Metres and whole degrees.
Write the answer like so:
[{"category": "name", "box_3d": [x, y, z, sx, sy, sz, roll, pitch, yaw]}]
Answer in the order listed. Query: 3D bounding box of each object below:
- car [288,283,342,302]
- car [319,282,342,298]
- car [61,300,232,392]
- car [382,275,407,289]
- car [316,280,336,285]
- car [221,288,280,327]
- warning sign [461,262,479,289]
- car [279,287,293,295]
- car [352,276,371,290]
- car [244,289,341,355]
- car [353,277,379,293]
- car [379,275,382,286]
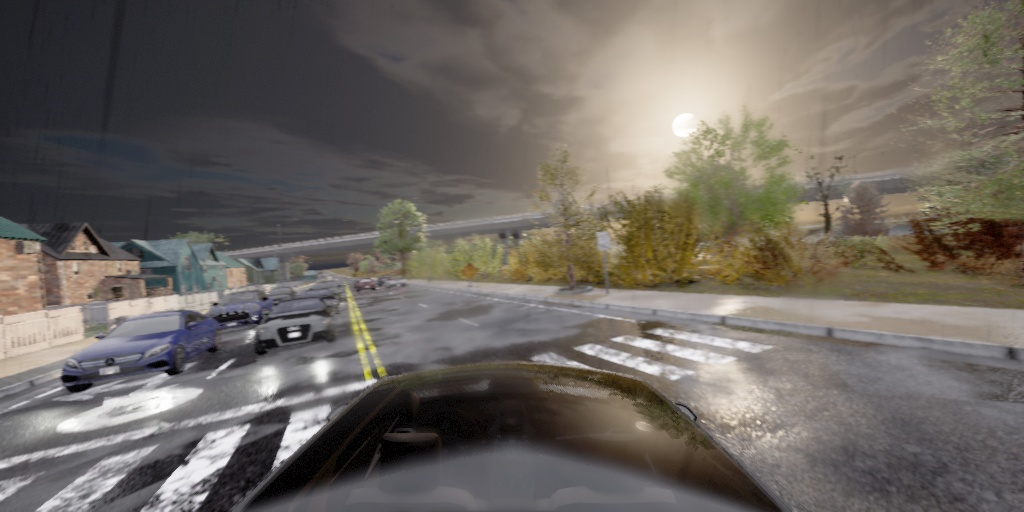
[{"category": "car", "box_3d": [-10.307, 2.458, 19.108, 1.994, 1.385, 4.181, -5, -1, -26]}, {"category": "car", "box_3d": [-18.648, 3.470, 36.987, 1.895, 1.301, 4.718, -5, -1, -25]}, {"category": "car", "box_3d": [-9.426, 2.251, 9.602, 1.812, 1.442, 4.674, -5, -1, -25]}, {"category": "car", "box_3d": [-13.248, 2.978, 40.851, 1.895, 1.301, 4.718, -5, -1, -25]}, {"category": "car", "box_3d": [-14.496, 2.731, 27.992, 2.097, 1.767, 4.553, -5, 0, -26]}, {"category": "car", "box_3d": [-13.244, 2.519, 17.704, 2.097, 1.767, 4.553, -5, -1, -25]}, {"category": "warning sign", "box_3d": [-2.979, 1.355, 25.749, 1.300, 1.860, 1.060, 0, 0, -25]}, {"category": "car", "box_3d": [-18.262, 3.257, 28.444, 1.837, 1.490, 4.892, -5, -1, -25]}, {"category": "car", "box_3d": [-20.931, 3.706, 49.791, 2.128, 1.511, 4.902, -5, -1, -25]}, {"category": "car", "box_3d": [-6.735, 2.044, 11.505, 1.994, 1.385, 4.181, -5, -1, -25]}, {"category": "car", "box_3d": [-16.300, 3.192, 39.933, 1.812, 1.442, 4.674, -5, -1, -25]}, {"category": "car", "box_3d": [-17.791, 3.406, 50.526, 2.128, 1.511, 4.902, -5, -1, -25]}]
